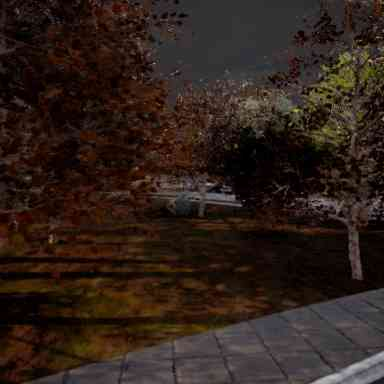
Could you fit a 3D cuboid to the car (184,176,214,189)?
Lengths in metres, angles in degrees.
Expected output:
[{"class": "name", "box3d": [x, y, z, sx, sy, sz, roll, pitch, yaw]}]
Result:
[{"class": "car", "box3d": [1.272, -1.702, 58.486, 2.435, 2.045, 5.566, 5, 3, 35]}]

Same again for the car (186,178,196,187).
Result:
[{"class": "car", "box3d": [0.602, -0.990, 43.027, 2.435, 2.045, 5.566, 5, 3, 35]}]

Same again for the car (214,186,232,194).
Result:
[{"class": "car", "box3d": [5.103, -0.312, 39.834, 2.163, 1.488, 4.792, 5, 3, 35]}]

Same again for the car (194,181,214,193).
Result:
[{"class": "car", "box3d": [2.850, -0.541, 41.441, 2.097, 1.535, 5.008, 5, 3, 35]}]

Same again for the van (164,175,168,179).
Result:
[{"class": "van", "box3d": [-3.319, -2.080, 61.782, 1.878, 1.987, 4.442, 5, 3, 35]}]
